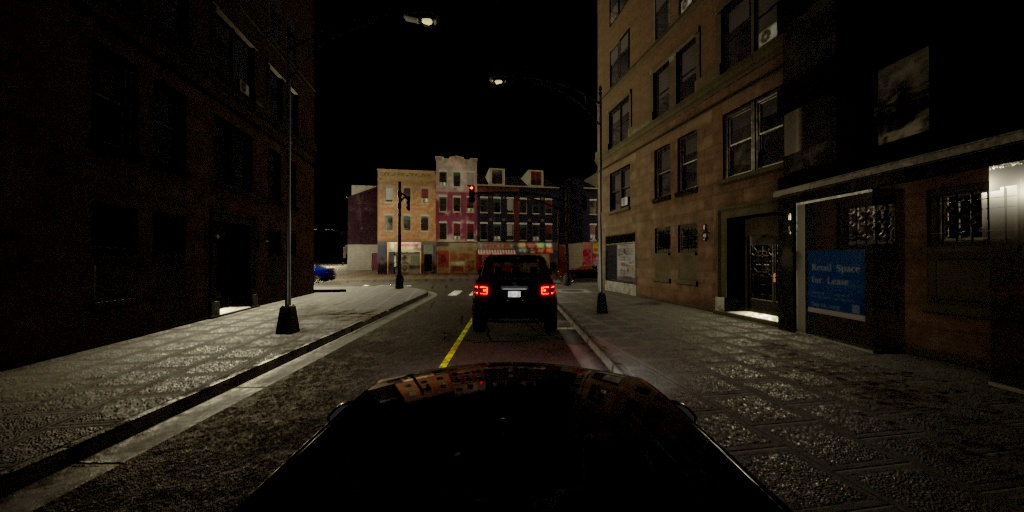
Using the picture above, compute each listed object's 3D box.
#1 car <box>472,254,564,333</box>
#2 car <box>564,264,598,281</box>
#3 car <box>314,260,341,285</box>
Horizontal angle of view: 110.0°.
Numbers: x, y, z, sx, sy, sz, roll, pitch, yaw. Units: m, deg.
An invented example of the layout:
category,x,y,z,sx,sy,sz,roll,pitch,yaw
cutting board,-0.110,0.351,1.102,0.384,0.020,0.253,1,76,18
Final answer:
category,x,y,z,sx,sy,sz,roll,pitch,yaw
car,0.096,0.972,10.940,2.150,2.045,5.566,0,0,1
car,6.083,1.344,29.450,4.718,1.301,1.895,0,0,-10
car,-15.387,1.270,25.663,5.008,1.535,1.882,0,0,-10
